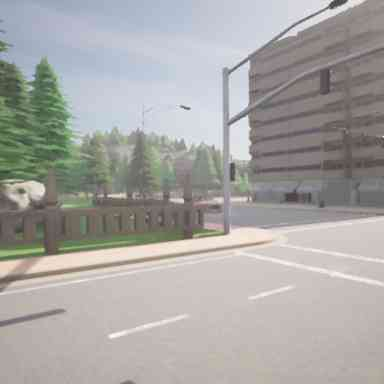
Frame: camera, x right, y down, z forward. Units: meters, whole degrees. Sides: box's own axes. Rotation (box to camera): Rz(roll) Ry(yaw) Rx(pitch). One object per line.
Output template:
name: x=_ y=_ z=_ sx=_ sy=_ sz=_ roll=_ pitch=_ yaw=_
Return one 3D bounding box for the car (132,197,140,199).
car: x=-7.961 y=1.352 z=47.569 sx=1.895 sy=1.301 sz=4.718 roll=-1 pitch=0 yaw=-6

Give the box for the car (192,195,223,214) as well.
car: x=1.101 y=1.114 z=32.289 sx=2.097 sy=1.767 sz=4.553 roll=-1 pitch=0 yaw=-29

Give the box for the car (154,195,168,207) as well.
car: x=-4.507 y=1.197 z=48.399 sx=1.882 sy=1.535 sz=5.008 roll=-1 pitch=1 yaw=-5

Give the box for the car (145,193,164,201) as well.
car: x=-7.133 y=0.900 z=63.822 sx=2.128 sy=1.511 sz=4.902 roll=0 pitch=0 yaw=14

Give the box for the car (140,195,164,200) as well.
car: x=-2.840 y=1.343 z=31.942 sx=2.033 sy=1.411 sz=5.357 roll=-1 pitch=0 yaw=-30
